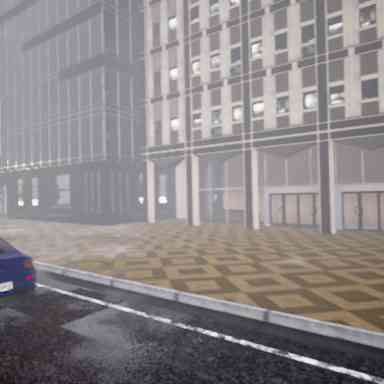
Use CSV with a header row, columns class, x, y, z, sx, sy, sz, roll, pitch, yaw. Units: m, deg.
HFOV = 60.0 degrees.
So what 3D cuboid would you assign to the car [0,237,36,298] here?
class,x,y,z,sx,sy,sz,roll,pitch,yaw
car,-5.345,1.604,7.497,4.674,1.442,1.812,0,0,36
